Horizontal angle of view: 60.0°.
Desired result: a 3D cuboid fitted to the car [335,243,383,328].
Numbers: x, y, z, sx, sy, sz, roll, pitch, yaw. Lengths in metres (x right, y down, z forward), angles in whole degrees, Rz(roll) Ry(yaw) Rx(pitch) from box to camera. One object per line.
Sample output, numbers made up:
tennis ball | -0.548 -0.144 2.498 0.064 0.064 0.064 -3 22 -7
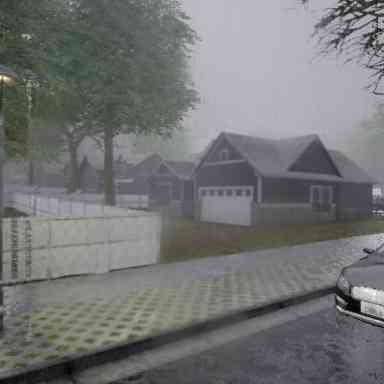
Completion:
car | 4.736 1.530 6.453 4.902 1.511 2.128 0 0 -36

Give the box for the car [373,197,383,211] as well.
car | 23.022 1.409 37.963 2.097 1.767 4.553 2 -1 -35
